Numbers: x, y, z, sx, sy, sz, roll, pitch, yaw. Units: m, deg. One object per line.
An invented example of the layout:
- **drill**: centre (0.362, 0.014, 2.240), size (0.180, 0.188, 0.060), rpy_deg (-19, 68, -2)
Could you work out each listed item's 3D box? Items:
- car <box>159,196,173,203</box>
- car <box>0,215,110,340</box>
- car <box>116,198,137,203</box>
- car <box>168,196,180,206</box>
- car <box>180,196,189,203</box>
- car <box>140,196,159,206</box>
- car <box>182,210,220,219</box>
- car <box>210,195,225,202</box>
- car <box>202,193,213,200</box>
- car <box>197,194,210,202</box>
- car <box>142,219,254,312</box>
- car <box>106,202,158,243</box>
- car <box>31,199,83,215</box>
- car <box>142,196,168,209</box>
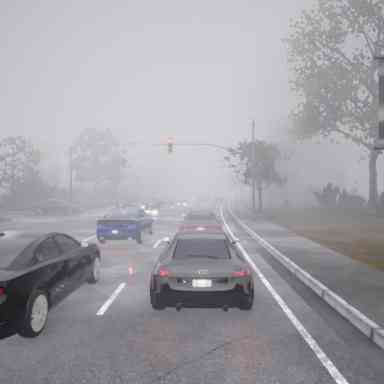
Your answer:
- **car**: centre (-5.424, 1.543, 70.129), size (1.994, 1.385, 4.181), rpy_deg (0, 0, 8)
- **car**: centre (-3.303, 1.477, 6.655), size (1.882, 1.535, 5.008), rpy_deg (0, 0, 1)
- **car**: centre (-8.572, 1.485, 43.476), size (2.128, 1.511, 4.902), rpy_deg (0, 0, 5)
- **car**: centre (-3.760, 1.495, 56.138), size (1.837, 1.490, 4.892), rpy_deg (0, 1, 7)
- **car**: centre (-1.933, 1.586, 69.812), size (1.895, 1.301, 4.718), rpy_deg (0, 0, 8)
- **car**: centre (-7.217, 1.483, 56.668), size (2.128, 1.511, 4.902), rpy_deg (0, 0, 7)
- **car**: centre (0.440, 1.562, 16.218), size (1.994, 1.385, 4.181), rpy_deg (0, 0, 2)
- **car**: centre (5.813, 1.463, 74.296), size (1.882, 1.535, 5.008), rpy_deg (0, 0, 9)
- **car**: centre (3.958, 1.194, 84.577), size (2.097, 1.767, 4.553), rpy_deg (0, 0, 10)
- **car**: centre (2.283, 1.461, 74.376), size (1.882, 1.535, 5.008), rpy_deg (0, 0, 9)
- **car**: centre (0.216, 1.563, 7.817), size (1.994, 1.385, 4.181), rpy_deg (0, 0, 1)
- **car**: centre (-3.068, 1.475, 16.054), size (1.882, 1.535, 5.008), rpy_deg (0, 0, 2)
- **car**: centre (-13.365, 1.501, 33.037), size (4.892, 1.490, 1.837), rpy_deg (0, 0, -1)
- **car**: centre (-4.960, 1.485, 44.558), size (2.128, 1.511, 4.902), rpy_deg (0, 0, 5)
